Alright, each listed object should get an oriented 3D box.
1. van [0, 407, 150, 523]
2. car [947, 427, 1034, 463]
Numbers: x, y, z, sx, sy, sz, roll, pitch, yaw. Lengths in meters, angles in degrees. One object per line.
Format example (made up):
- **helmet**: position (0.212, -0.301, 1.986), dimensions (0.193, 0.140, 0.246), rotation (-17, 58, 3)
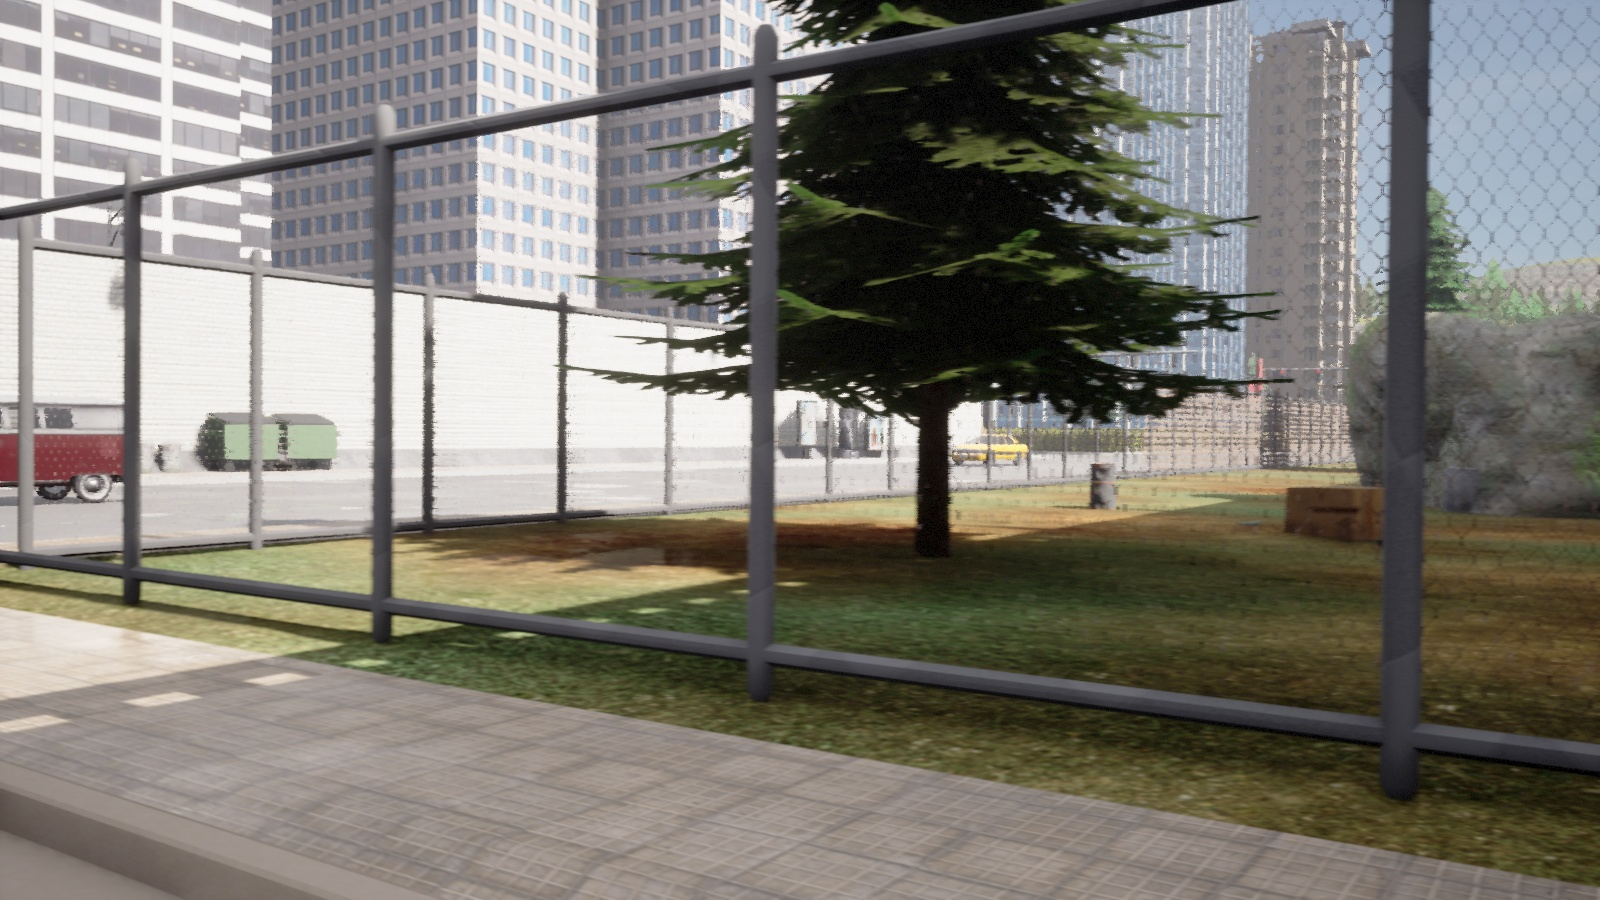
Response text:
- **van**: position (-14.328, 0.252, 22.471), dimensions (1.775, 1.987, 4.442), rotation (0, 1, 34)
- **car**: position (8.768, -0.248, 57.376), dimensions (1.801, 1.575, 5.366), rotation (0, 1, 33)
